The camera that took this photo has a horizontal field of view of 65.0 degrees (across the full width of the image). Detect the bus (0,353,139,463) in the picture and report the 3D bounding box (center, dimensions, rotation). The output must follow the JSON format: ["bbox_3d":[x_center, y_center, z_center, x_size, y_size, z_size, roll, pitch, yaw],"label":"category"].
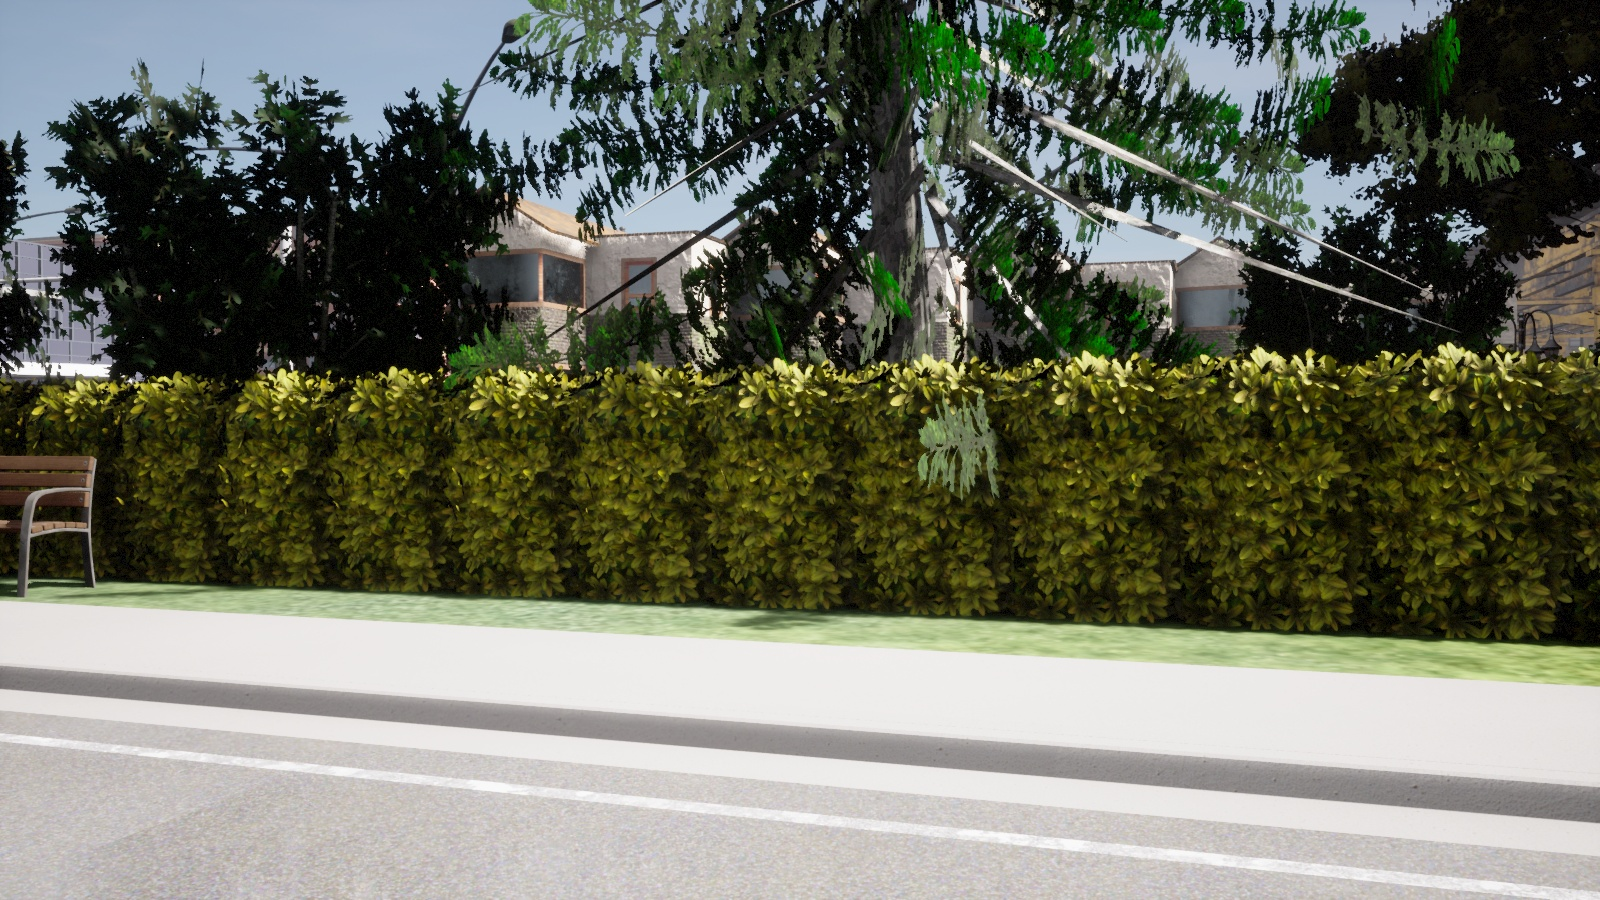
[{"bbox_3d":[-32.211,-1.673,50.245,3.944,4.253,10.273,1,2,18],"label":"bus"}]
